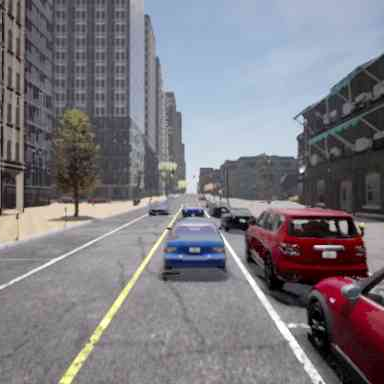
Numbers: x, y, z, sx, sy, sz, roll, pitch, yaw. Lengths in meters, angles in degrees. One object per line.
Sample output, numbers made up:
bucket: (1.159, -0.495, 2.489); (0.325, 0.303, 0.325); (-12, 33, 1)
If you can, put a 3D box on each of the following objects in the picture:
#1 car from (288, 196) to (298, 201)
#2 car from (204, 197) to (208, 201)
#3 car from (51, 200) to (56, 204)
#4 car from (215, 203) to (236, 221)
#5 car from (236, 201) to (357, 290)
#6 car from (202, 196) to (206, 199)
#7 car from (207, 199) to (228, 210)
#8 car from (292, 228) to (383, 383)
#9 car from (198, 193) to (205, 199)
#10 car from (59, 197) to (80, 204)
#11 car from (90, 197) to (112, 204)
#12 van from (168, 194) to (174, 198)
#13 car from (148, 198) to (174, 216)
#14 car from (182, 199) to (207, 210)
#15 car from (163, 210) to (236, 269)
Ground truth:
car: (20.685, 1.261, 63.055); (4.829, 1.417, 1.752); (-1, 0, 1)
car: (2.704, 1.567, 36.339); (2.008, 1.369, 4.403); (1, 0, 0)
car: (-28.621, 1.731, 63.529); (4.829, 1.417, 1.752); (-1, 0, 1)
car: (2.703, 1.577, 19.906); (1.947, 1.339, 4.313); (1, 0, 0)
car: (2.707, 1.321, 8.951); (2.192, 1.841, 5.009); (1, 0, 0)
car: (2.827, 1.601, 47.291); (1.802, 1.307, 4.206); (1, 0, 0)
car: (2.703, 1.580, 30.861); (1.947, 1.339, 4.313); (1, 0, 0)
car: (2.705, 1.443, 3.473); (1.967, 1.590, 4.097); (1, 0, 0)
car: (2.707, 1.459, 85.254); (1.967, 1.590, 4.097); (1, 0, 0)
car: (-23.108, 1.593, 63.477); (4.097, 1.590, 1.967); (-1, 0, 1)
car: (-17.424, 1.680, 63.421); (4.206, 1.307, 1.802); (-1, 0, 1)
van: (-5.671, 1.360, 90.890); (1.690, 1.788, 3.998); (1, 0, 0)
car: (-3.099, 1.562, 32.502); (2.033, 1.411, 5.357); (0, 0, 0)
car: (0.093, 1.615, 29.812); (1.895, 1.301, 4.718); (0, 0, 0)
car: (0.082, 1.554, 11.144); (2.033, 1.411, 5.357); (0, 0, 0)
